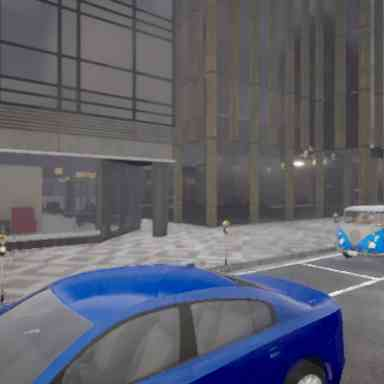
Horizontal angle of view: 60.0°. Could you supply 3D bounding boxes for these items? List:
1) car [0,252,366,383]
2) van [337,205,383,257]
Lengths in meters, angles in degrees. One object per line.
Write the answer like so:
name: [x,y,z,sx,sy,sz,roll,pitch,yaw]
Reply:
car: [-0.694,1.478,2.874,5.008,1.535,1.882,0,0,-36]
van: [6.612,1.339,11.363,3.998,1.788,1.690,0,0,-35]
